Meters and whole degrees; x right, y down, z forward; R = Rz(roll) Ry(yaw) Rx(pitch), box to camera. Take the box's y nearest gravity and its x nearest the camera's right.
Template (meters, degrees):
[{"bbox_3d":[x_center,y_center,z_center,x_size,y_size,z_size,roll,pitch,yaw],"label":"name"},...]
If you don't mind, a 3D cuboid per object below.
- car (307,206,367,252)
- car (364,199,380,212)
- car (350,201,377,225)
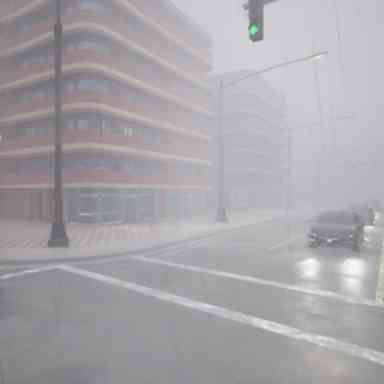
[{"bbox_3d":[6.339,1.557,14.484,1.837,1.490,4.892,0,0,30],"label":"car"},{"bbox_3d":[21.984,1.586,40.978,2.128,1.511,4.902,0,0,31],"label":"car"},{"bbox_3d":[12.321,1.632,24.643,1.994,1.385,4.181,0,0,31],"label":"car"}]
